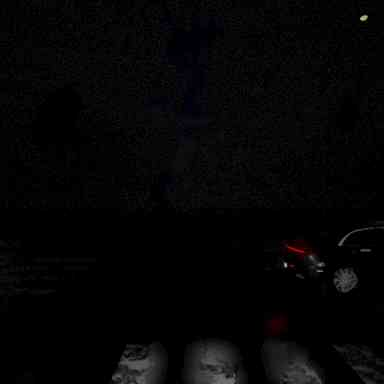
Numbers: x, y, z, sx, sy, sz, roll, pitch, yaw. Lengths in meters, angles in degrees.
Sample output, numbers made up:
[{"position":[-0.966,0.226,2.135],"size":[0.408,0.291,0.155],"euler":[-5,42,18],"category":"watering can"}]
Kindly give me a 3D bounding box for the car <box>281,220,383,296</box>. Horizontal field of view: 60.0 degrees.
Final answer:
[{"position":[4.653,1.449,7.950],"size":[4.892,1.490,1.837],"euler":[-1,0,1],"category":"car"}]
